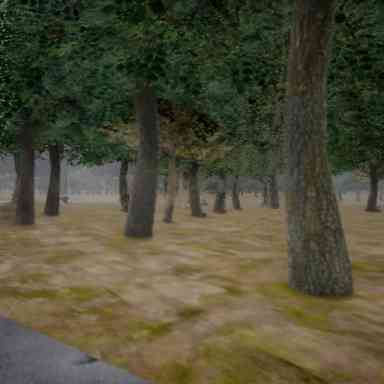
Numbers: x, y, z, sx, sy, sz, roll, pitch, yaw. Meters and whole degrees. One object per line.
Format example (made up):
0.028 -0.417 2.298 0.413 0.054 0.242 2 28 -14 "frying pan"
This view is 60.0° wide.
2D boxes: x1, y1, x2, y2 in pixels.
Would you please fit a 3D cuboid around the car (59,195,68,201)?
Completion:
-32.117 1.357 79.323 1.882 1.535 5.008 2 -1 37 "car"
